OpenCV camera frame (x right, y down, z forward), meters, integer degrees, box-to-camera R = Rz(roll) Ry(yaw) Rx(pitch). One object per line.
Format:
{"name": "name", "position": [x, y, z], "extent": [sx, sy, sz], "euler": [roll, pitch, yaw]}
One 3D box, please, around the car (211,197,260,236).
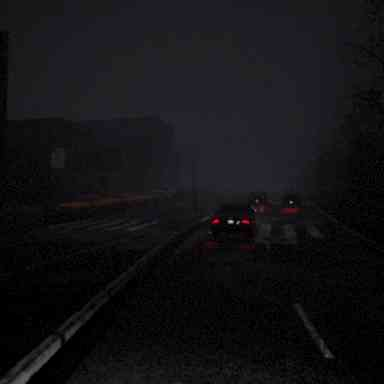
{"name": "car", "position": [2.102, 1.196, 16.068], "extent": [2.033, 1.411, 5.357], "euler": [0, 2, 12]}

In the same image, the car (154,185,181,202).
{"name": "car", "position": [-3.672, 0.118, 41.113], "extent": [2.435, 2.045, 5.566], "euler": [0, 2, 15]}

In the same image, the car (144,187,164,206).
{"name": "car", "position": [-5.147, 0.549, 35.505], "extent": [1.946, 1.575, 5.366], "euler": [0, 2, 15]}

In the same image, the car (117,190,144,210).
{"name": "car", "position": [-6.549, 0.723, 30.164], "extent": [1.946, 1.575, 5.366], "euler": [0, 2, 15]}

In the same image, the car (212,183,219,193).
{"name": "car", "position": [3.338, -0.754, 67.818], "extent": [2.435, 2.045, 5.566], "euler": [0, 2, 15]}

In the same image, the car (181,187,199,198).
{"name": "car", "position": [-0.871, 0.050, 51.801], "extent": [2.163, 1.488, 4.792], "euler": [0, 2, 15]}

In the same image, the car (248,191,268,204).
{"name": "car", "position": [7.286, 0.586, 36.399], "extent": [1.895, 1.301, 4.718], "euler": [0, 2, 15]}

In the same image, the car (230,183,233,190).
{"name": "car", "position": [8.933, -1.324, 89.124], "extent": [2.185, 1.767, 4.553], "euler": [0, 2, 15]}

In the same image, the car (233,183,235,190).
{"name": "car", "position": [10.282, -1.369, 94.259], "extent": [1.946, 1.575, 5.366], "euler": [0, 2, 15]}

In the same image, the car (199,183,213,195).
{"name": "car", "position": [1.948, -0.329, 62.518], "extent": [2.231, 1.521, 4.892], "euler": [0, 2, 15]}

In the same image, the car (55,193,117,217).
{"name": "car", "position": [-7.961, 0.901, 24.827], "extent": [1.946, 1.575, 5.366], "euler": [0, 2, 15]}

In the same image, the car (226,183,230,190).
{"name": "car", "position": [7.477, -1.020, 83.577], "extent": [1.946, 1.575, 5.366], "euler": [0, 2, 15]}

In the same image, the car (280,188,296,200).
{"name": "car", "position": [13.059, 0.203, 45.437], "extent": [2.033, 1.411, 5.357], "euler": [0, 2, 15]}

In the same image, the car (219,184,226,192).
{"name": "car", "position": [5.678, -0.799, 76.948], "extent": [2.231, 1.521, 4.892], "euler": [0, 2, 15]}

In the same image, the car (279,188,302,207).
{"name": "car", "position": [9.573, 0.592, 32.337], "extent": [1.837, 1.490, 4.892], "euler": [0, 2, 15]}
